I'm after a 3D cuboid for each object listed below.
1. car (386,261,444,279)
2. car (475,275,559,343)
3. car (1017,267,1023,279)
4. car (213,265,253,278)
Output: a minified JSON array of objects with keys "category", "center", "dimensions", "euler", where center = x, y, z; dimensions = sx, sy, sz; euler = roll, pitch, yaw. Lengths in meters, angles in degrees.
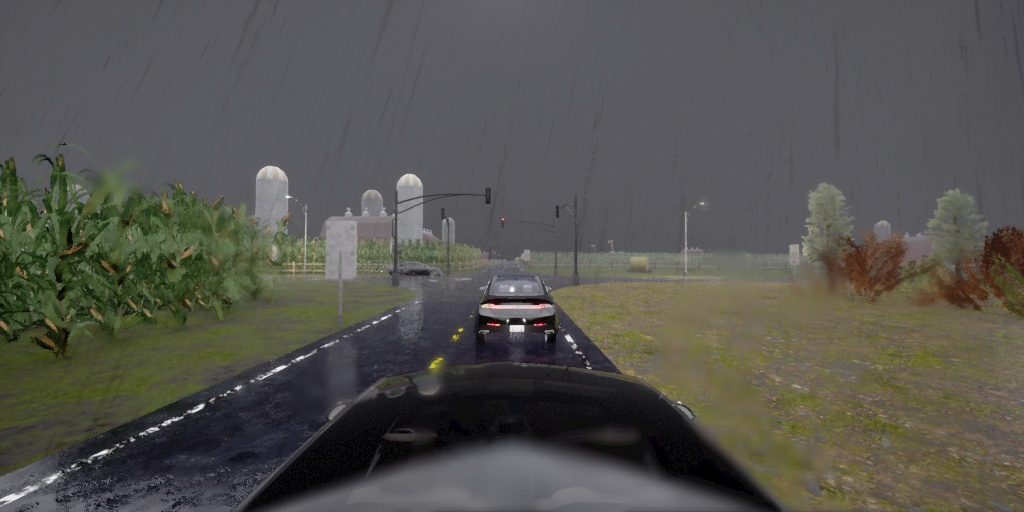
[{"category":"car","center":[-8.390,1.195,31.171],"dimensions":[4.902,1.511,2.128],"euler":[1,-1,-19]},{"category":"car","center":[0.102,1.245,9.632],"dimensions":[2.128,1.511,4.902],"euler":[0,0,0]},{"category":"car","center":[48.671,1.720,33.477],"dimensions":[4.674,1.442,1.812],"euler":[1,-1,-5]},{"category":"car","center":[-23.511,1.086,28.581],"dimensions":[5.357,1.411,2.033],"euler":[0,-1,-3]}]
